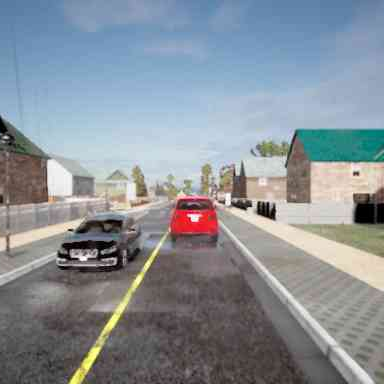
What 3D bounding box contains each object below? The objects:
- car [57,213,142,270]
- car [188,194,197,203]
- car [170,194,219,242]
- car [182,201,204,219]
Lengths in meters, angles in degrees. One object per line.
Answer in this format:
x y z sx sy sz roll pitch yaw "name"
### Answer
-2.838 1.502 11.121 1.837 1.490 4.892 0 0 0 "car"
0.077 1.506 81.015 2.150 2.045 5.566 0 -1 0 "car"
0.113 1.226 16.578 2.150 2.045 5.566 0 0 0 "car"
0.117 1.562 30.022 1.812 1.442 4.674 0 0 0 "car"
